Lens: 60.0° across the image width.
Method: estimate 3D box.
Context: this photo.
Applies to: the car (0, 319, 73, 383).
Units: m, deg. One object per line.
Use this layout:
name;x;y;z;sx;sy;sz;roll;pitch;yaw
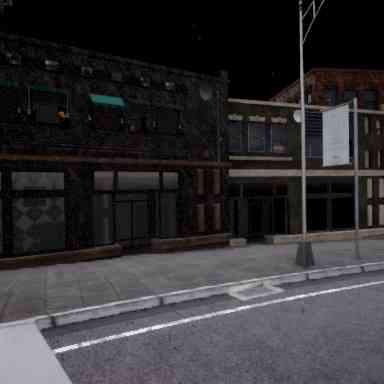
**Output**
car;-3.125;1.605;1.646;4.718;1.301;1.895;0;0;-36
